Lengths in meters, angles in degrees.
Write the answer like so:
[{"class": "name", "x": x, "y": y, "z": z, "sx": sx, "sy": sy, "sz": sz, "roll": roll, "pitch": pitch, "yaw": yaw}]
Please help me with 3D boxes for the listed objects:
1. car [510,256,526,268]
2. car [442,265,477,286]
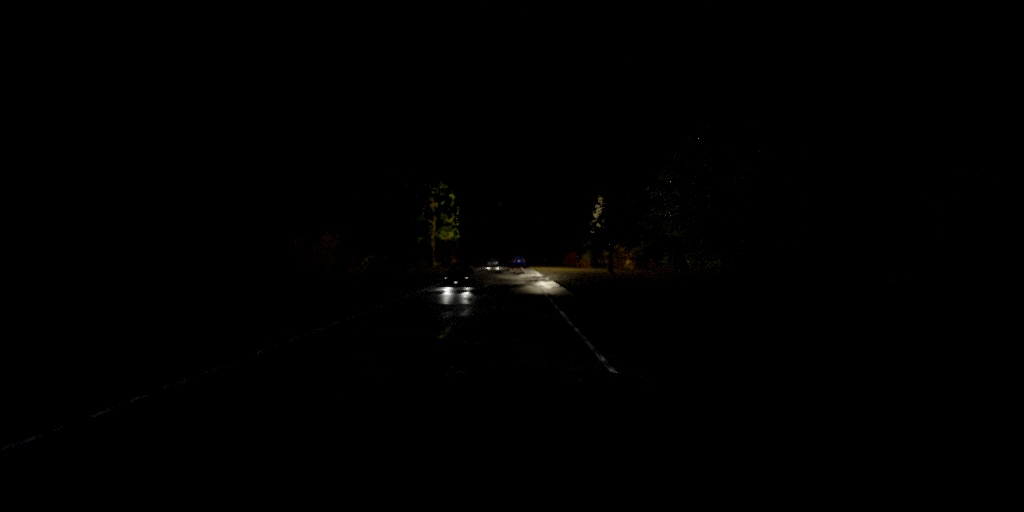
[{"class": "car", "x": 1.228, "y": 1.087, "z": 63.705, "sx": 2.150, "sy": 2.045, "sz": 5.566, "roll": 0, "pitch": 0, "yaw": 0}, {"class": "car", "x": -3.599, "y": 1.313, "z": 25.573, "sx": 2.033, "sy": 1.411, "sz": 5.357, "roll": 0, "pitch": 0, "yaw": 0}]
